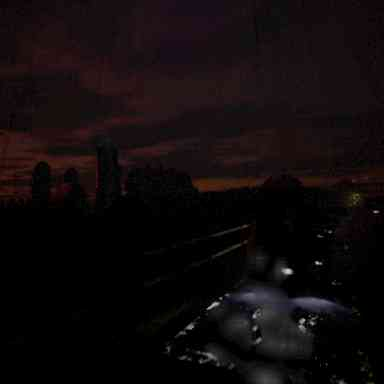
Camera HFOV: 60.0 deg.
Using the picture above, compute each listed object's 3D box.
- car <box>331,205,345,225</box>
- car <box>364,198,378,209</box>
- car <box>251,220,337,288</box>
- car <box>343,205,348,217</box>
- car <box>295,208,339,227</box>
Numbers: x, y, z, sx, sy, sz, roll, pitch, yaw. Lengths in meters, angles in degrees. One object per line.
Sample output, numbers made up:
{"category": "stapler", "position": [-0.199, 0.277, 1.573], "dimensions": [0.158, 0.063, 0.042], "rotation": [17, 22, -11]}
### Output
{"category": "car", "position": [11.169, 2.062, 27.373], "dimensions": [2.033, 1.411, 5.357], "rotation": [-2, -2, 26]}
{"category": "car", "position": [36.098, 2.309, 66.970], "dimensions": [2.150, 2.045, 5.566], "rotation": [-2, -2, 32]}
{"category": "car", "position": [3.107, 1.771, 9.902], "dimensions": [1.994, 1.385, 4.181], "rotation": [-2, -2, 24]}
{"category": "car", "position": [18.095, 2.333, 40.908], "dimensions": [1.994, 1.385, 4.181], "rotation": [-2, -2, 28]}
{"category": "car", "position": [6.678, 1.825, 17.850], "dimensions": [1.882, 1.535, 5.008], "rotation": [-2, -2, 25]}
